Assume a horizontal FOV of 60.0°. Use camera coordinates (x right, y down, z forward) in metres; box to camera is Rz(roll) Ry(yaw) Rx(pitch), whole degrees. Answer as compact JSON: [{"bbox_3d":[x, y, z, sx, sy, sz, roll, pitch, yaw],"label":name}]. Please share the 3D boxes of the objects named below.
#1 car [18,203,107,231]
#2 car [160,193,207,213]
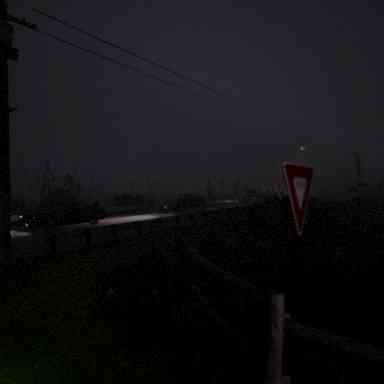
[{"bbox_3d":[-7.317,1.350,19.137,1.895,1.301,4.718,0,2,37],"label":"car"},{"bbox_3d":[-0.611,0.874,28.052,2.128,1.511,4.902,0,2,37],"label":"car"}]
